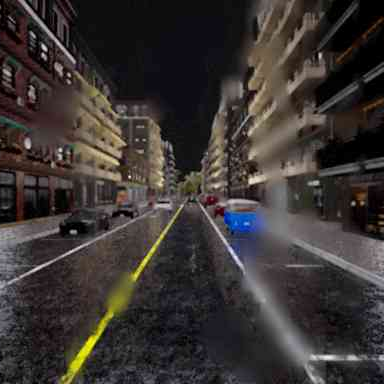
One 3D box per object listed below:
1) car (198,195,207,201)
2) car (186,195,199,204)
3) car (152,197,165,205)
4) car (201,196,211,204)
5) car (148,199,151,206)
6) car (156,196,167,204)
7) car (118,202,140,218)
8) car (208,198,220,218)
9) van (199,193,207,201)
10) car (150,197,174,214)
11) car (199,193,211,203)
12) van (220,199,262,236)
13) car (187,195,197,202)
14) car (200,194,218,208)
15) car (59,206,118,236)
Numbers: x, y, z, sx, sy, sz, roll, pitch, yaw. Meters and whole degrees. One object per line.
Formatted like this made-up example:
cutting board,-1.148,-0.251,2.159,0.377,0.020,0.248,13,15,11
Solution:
car,2.631,1.467,85.028,2.008,1.369,4.403,1,0,0
car,-0.051,1.485,62.692,2.033,1.411,5.357,0,0,0
car,-5.727,1.526,57.205,1.802,1.307,4.206,1,0,0
car,2.650,1.462,62.913,1.752,1.417,4.829,1,0,0
car,-5.722,1.494,51.635,1.887,1.381,4.507,1,0,0
car,-5.732,1.521,62.776,1.802,1.307,4.206,1,0,0
car,-5.703,1.537,29.350,1.947,1.339,4.313,1,0,0
car,2.677,1.513,29.317,1.887,1.381,4.507,1,0,0
van,2.638,1.262,79.456,1.690,1.788,3.998,1,0,0
car,-3.029,1.517,35.634,1.812,1.442,4.674,0,0,0
car,2.648,1.246,68.315,2.192,1.841,5.009,1,0,0
van,2.689,1.321,18.176,1.690,1.788,3.998,1,0,0
car,-0.060,1.381,72.998,2.033,1.411,5.357,0,0,0
car,2.666,1.267,46.030,2.192,1.841,5.009,1,0,0
car,-5.694,1.549,18.208,1.947,1.339,4.313,1,0,0
